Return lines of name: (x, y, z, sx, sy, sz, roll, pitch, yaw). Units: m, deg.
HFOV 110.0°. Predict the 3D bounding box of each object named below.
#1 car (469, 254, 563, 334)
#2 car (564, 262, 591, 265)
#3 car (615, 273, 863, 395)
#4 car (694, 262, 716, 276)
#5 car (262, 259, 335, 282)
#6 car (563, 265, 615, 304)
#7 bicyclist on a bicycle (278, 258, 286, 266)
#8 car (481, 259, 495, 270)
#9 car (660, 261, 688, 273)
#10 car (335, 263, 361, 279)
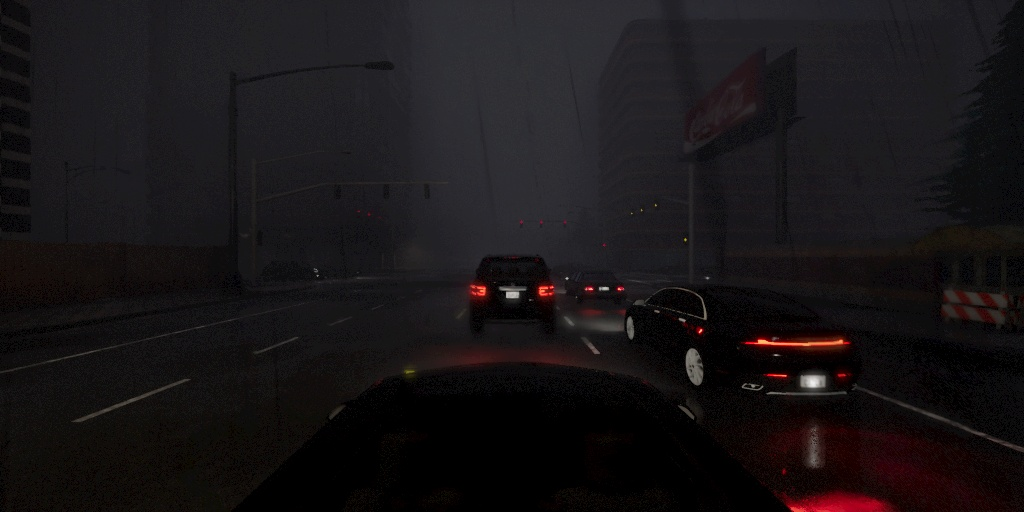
car: (0.042, 0.971, 10.770, 2.150, 2.045, 5.566, 0, 0, 1)
car: (5.650, 1.242, 28.464, 4.902, 1.511, 2.128, 0, 0, 0)
car: (3.599, 1.255, 6.703, 1.837, 1.490, 4.892, 0, 0, 0)
car: (21.311, 1.228, 35.751, 5.008, 1.535, 1.882, 0, 0, 0)
car: (-16.911, 1.102, 28.249, 4.553, 1.767, 2.097, 0, 0, 1)
car: (3.588, 1.297, 16.222, 2.033, 1.411, 5.357, 0, 0, 0)
bicyclist on a bicycle: (-28.012, 1.051, 43.759, 0.582, 1.620, 1.656, 0, 0, 0)
car: (-3.563, 1.276, 54.960, 1.812, 1.442, 4.674, 0, 0, 0)
car: (18.628, 1.276, 39.236, 4.674, 1.442, 1.812, 0, 0, 0)
car: (-15.861, 1.314, 32.100, 4.181, 1.385, 1.994, 0, 0, -5)
